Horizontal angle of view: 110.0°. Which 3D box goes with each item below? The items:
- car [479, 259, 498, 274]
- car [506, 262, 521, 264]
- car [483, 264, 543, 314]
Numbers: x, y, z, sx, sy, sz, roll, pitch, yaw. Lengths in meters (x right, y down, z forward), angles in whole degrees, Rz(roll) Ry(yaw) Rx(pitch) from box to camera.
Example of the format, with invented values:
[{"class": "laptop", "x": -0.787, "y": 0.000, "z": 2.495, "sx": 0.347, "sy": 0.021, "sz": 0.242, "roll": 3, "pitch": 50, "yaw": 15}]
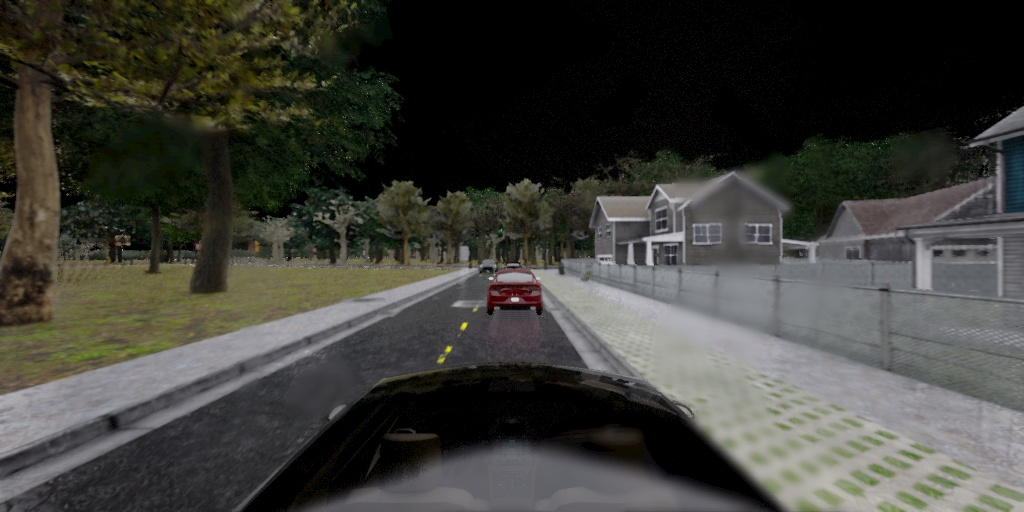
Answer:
[{"class": "car", "x": -2.748, "y": 1.154, "z": 42.972, "sx": 2.097, "sy": 1.767, "sz": 4.553, "roll": 0, "pitch": 0, "yaw": 0}, {"class": "car", "x": 0.106, "y": 1.292, "z": 32.512, "sx": 1.837, "sy": 1.490, "sz": 4.892, "roll": 0, "pitch": 0, "yaw": 0}, {"class": "car", "x": 0.102, "y": 1.239, "z": 13.910, "sx": 1.882, "sy": 1.535, "sz": 5.008, "roll": 0, "pitch": 0, "yaw": 0}]
